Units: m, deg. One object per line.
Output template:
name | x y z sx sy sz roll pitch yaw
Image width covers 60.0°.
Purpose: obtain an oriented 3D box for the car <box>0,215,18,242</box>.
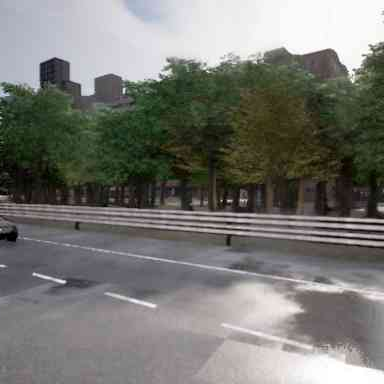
car | -9.772 1.571 15.154 4.181 1.385 1.994 0 0 36
